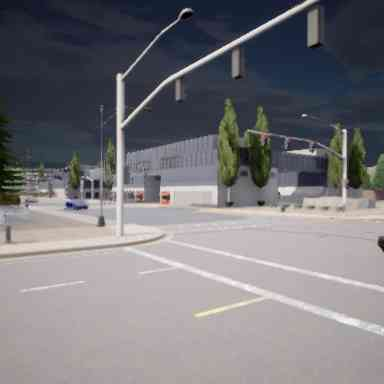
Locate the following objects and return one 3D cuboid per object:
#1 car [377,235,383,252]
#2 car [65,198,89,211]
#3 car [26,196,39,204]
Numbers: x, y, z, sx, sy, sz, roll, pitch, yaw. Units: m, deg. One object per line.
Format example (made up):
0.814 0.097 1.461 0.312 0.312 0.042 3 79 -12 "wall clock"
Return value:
8.303 1.668 9.810 1.895 1.301 4.718 0 0 -36 "car"
-14.521 1.583 41.782 1.882 1.535 5.008 0 1 -36 "car"
-31.621 1.578 65.733 1.812 1.442 4.674 0 0 -36 "car"
